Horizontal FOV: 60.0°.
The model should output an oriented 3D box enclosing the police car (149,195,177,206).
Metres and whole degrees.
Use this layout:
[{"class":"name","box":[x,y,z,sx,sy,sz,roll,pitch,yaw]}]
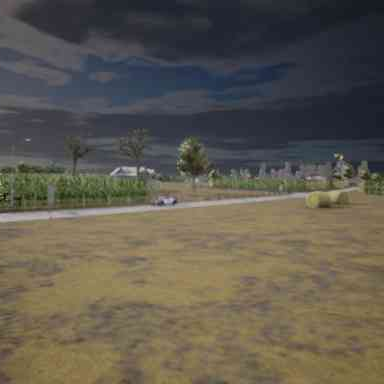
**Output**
[{"class":"police car","box":[-4.450,1.317,50.781,2.038,1.542,4.974,2,2,36]}]
